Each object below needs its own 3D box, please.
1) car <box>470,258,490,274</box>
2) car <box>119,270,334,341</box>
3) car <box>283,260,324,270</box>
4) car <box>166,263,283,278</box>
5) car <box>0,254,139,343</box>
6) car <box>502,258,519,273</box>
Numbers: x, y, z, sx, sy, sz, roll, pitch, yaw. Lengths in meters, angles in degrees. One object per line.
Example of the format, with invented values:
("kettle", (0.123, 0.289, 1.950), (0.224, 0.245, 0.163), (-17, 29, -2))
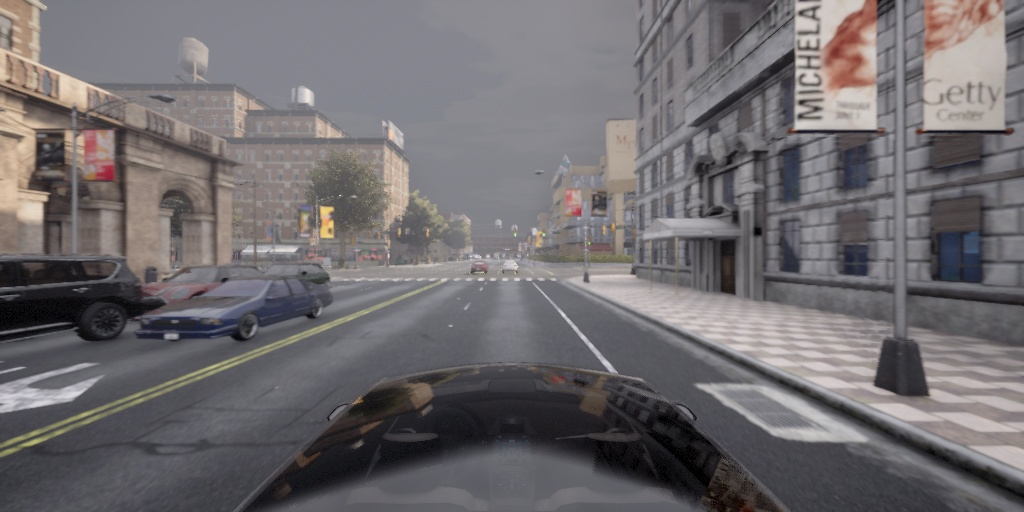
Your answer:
("car", (-3.711, 1.277, 41.482), (1.812, 1.442, 4.674), (0, 0, -1))
("car", (-7.105, 1.297, 10.145), (2.033, 1.411, 5.357), (0, 0, 0))
("car", (-10.623, 1.101, 17.125), (2.097, 1.767, 4.553), (0, 0, 0))
("car", (-10.506, 1.101, 12.370), (2.097, 1.767, 4.553), (0, 0, 0))
("car", (-10.600, 0.972, 6.939), (2.150, 2.045, 5.566), (0, 0, 0))
("car", (-0.245, 1.277, 43.676), (1.812, 1.442, 4.674), (0, 0, -1))
